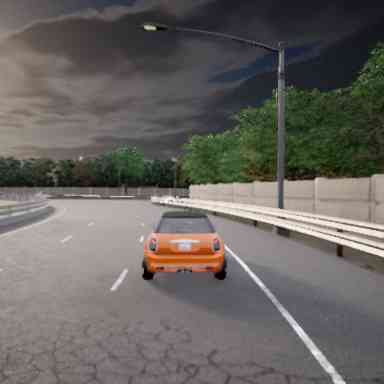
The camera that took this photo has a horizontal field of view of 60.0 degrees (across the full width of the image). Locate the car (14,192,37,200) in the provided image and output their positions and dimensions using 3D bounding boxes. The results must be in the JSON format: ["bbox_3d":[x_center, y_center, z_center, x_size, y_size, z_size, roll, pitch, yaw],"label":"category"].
[{"bbox_3d":[-39.763,1.213,79.522,5.357,1.411,2.033,0,0,43],"label":"car"}]

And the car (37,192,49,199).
[{"bbox_3d":[-37.322,0.910,82.029,5.566,2.045,2.150,0,0,43],"label":"car"}]

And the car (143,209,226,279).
[{"bbox_3d":[-0.270,1.345,10.209,2.097,1.767,4.553,0,0,-3],"label":"car"}]
